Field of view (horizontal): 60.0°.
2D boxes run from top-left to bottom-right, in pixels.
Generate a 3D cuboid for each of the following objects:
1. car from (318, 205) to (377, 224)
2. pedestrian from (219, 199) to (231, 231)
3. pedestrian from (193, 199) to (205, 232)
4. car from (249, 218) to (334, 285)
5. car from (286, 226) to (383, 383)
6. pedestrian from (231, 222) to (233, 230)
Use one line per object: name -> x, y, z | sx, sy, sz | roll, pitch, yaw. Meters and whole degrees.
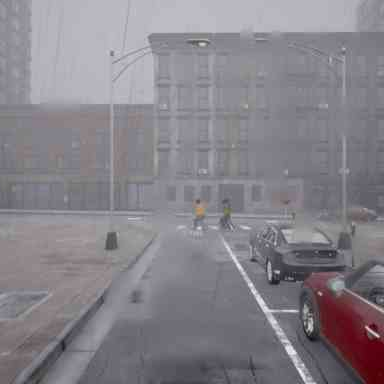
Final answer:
car -> 13.177, 1.865, 28.285 | 4.674, 1.442, 1.812 | 1, 0, 1
pedestrian -> 1.895, 1.298, 19.198 | 0.375, 1.860, 0.375 | 0, 0, 0
pedestrian -> 0.404, 1.298, 18.612 | 0.375, 1.860, 0.375 | 0, 0, 0
car -> 2.693, 1.553, 9.274 | 2.008, 1.369, 4.403 | 0, 0, 0
car -> 2.664, 1.441, 3.771 | 1.967, 1.590, 4.097 | 0, 0, 0
pedestrian -> 2.096, 1.298, 19.802 | 0.375, 1.860, 0.375 | 0, 0, 0
